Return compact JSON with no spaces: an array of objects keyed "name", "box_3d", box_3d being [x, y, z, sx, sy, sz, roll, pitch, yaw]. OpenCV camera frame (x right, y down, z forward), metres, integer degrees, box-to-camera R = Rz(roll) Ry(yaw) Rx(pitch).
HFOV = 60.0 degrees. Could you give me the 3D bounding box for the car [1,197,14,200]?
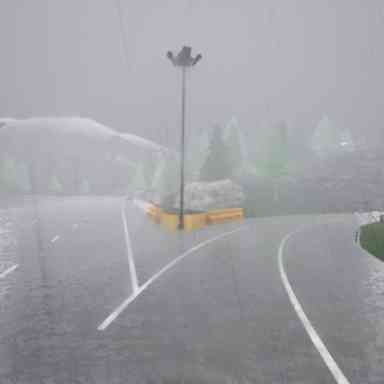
[{"name":"car","box_3d":[-37.393,1.691,67.708,1.994,1.385,4.181,1,-1,-12]}]
